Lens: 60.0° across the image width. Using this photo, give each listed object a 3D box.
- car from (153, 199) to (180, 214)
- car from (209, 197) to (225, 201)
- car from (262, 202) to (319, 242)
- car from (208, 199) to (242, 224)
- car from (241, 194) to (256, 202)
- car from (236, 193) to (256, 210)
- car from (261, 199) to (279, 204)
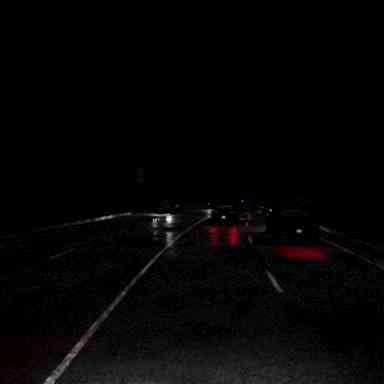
[{"bbox_3d":[-2.598,1.479,35.202,1.812,1.442,4.674,0,0,14],"label":"car"},{"bbox_3d":[3.474,1.468,43.879,1.837,1.490,4.892,0,0,18],"label":"car"},{"bbox_3d":[4.789,1.474,16.375,1.882,1.535,5.008,0,0,7],"label":"car"},{"bbox_3d":[2.511,1.508,24.638,1.812,1.442,4.674,0,0,10],"label":"car"},{"bbox_3d":[12.494,1.304,73.534,2.097,1.767,4.553,0,0,28],"label":"car"},{"bbox_3d":[6.864,1.199,42.408,2.150,2.045,5.566,0,0,17],"label":"car"},{"bbox_3d":[8.162,1.496,34.151,1.837,1.490,4.892,0,0,14],"label":"car"}]
